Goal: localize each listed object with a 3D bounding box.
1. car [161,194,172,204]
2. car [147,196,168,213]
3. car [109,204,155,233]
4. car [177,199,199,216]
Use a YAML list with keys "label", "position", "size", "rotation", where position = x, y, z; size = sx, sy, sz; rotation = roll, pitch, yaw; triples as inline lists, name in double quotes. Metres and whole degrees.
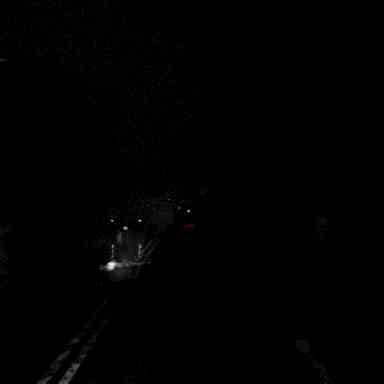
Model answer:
- label: "car"
  position: [-4.520, 1.191, 56.098]
  size: [1.837, 1.490, 4.892]
  rotation: [0, 1, -2]
- label: "car"
  position: [-3.913, 1.450, 36.338]
  size: [1.812, 1.442, 4.674]
  rotation: [0, 0, -2]
- label: "car"
  position: [-3.537, 1.605, 19.768]
  size: [1.895, 1.301, 4.718]
  rotation: [0, 0, -1]
- label: "car"
  position: [-0.366, 1.460, 32.536]
  size: [1.837, 1.490, 4.892]
  rotation: [0, 0, -2]
